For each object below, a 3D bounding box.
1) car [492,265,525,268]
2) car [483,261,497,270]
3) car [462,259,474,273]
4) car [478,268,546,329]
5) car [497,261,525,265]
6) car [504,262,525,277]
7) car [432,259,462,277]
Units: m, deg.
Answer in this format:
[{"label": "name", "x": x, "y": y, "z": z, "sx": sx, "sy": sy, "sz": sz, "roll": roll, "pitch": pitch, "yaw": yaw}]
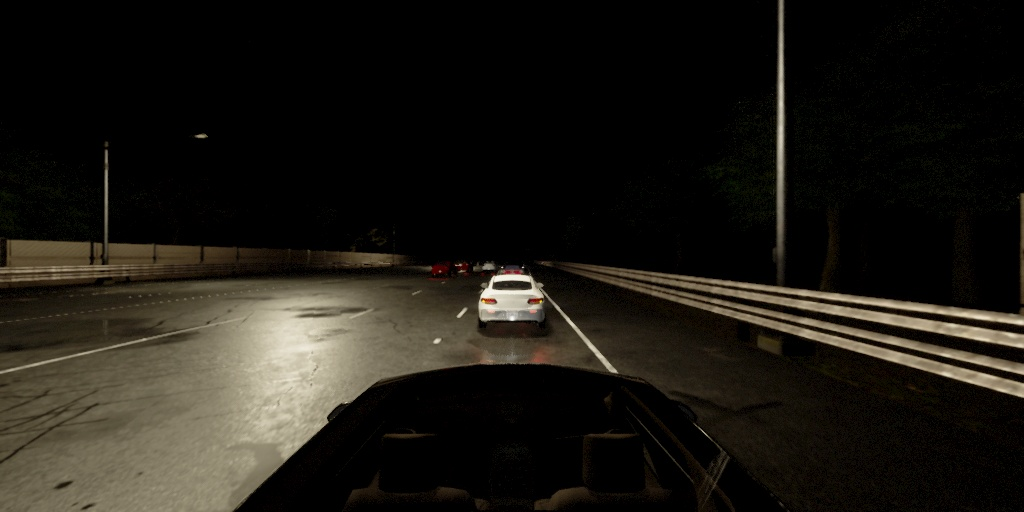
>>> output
[{"label": "car", "x": -0.002, "y": 1.359, "z": 20.108, "sx": 1.895, "sy": 1.301, "sz": 4.718, "roll": 0, "pitch": 0, "yaw": 0}, {"label": "car", "x": -2.816, "y": 1.385, "z": 47.641, "sx": 1.812, "sy": 1.442, "sz": 4.674, "roll": 0, "pitch": 0, "yaw": 2}, {"label": "car", "x": -6.343, "y": 1.225, "z": 47.021, "sx": 2.097, "sy": 1.767, "sz": 4.553, "roll": 0, "pitch": 0, "yaw": 2}, {"label": "car", "x": 0.003, "y": 1.269, "z": 11.077, "sx": 1.812, "sy": 1.442, "sz": 4.674, "roll": 0, "pitch": 0, "yaw": 0}, {"label": "car", "x": 0.060, "y": 1.325, "z": 28.963, "sx": 1.994, "sy": 1.385, "sz": 4.181, "roll": 0, "pitch": 0, "yaw": 0}, {"label": "car", "x": 0.316, "y": 1.343, "z": 36.454, "sx": 1.994, "sy": 1.385, "sz": 4.181, "roll": 0, "pitch": 0, "yaw": 1}, {"label": "car", "x": -6.694, "y": 1.299, "z": 36.128, "sx": 1.882, "sy": 1.535, "sz": 5.008, "roll": 0, "pitch": 0, "yaw": 2}]
